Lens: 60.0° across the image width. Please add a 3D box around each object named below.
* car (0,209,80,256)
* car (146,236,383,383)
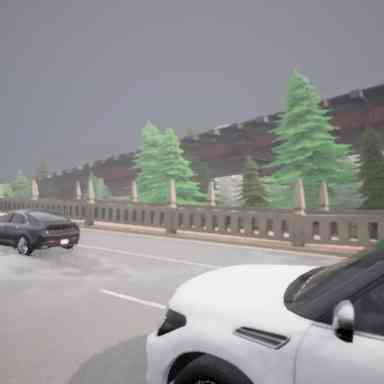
[{"bbox_3d":[-6.339,1.432,12.810,4.892,1.490,1.837,1,0,36],"label":"car"},{"bbox_3d":[2.207,1.223,2.393,5.566,2.045,2.150,1,0,36],"label":"car"}]
